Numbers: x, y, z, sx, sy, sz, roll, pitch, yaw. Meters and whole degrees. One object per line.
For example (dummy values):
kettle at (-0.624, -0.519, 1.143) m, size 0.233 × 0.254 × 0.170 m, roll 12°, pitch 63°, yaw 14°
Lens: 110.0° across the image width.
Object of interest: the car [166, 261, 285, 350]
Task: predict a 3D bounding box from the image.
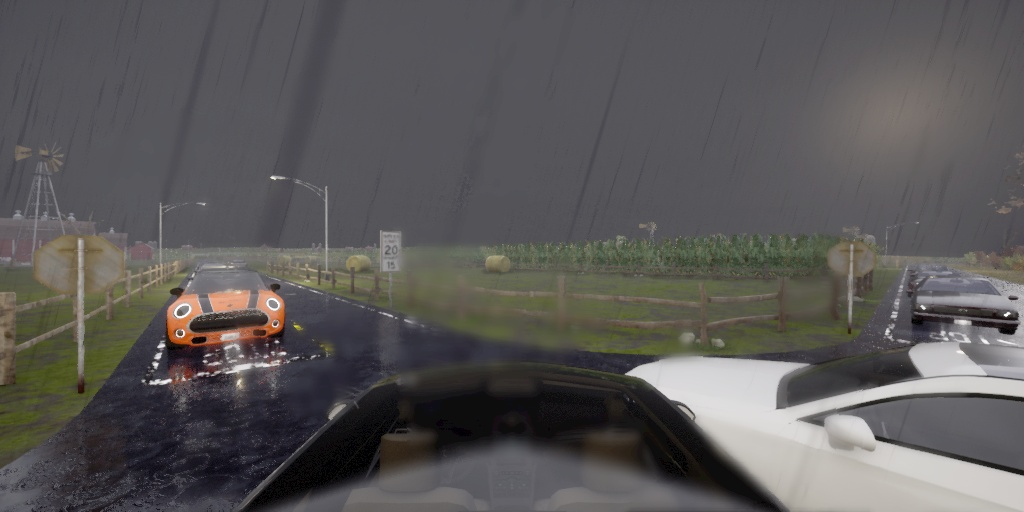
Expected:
car at (-7.429, 1.134, 9.416) m, size 2.097 × 1.767 × 4.553 m, roll 0°, pitch 0°, yaw -39°

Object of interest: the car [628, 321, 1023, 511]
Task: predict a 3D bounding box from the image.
car at (2.868, 1.293, 2.162) m, size 1.812 × 1.442 × 4.674 m, roll 0°, pitch 1°, yaw -43°

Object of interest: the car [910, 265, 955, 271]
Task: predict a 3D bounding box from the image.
car at (21.121, 1.358, 17.743) m, size 4.181 × 1.385 × 1.994 m, roll 0°, pitch 1°, yaw -42°

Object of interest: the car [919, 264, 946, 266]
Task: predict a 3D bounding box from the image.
car at (28.789, 1.300, 24.618) m, size 4.902 × 1.511 × 2.128 m, roll 0°, pitch 1°, yaw -42°

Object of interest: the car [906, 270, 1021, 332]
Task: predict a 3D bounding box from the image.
car at (13.685, 1.332, 11.066) m, size 5.357 × 1.411 × 2.033 m, roll 0°, pitch 1°, yaw -42°
